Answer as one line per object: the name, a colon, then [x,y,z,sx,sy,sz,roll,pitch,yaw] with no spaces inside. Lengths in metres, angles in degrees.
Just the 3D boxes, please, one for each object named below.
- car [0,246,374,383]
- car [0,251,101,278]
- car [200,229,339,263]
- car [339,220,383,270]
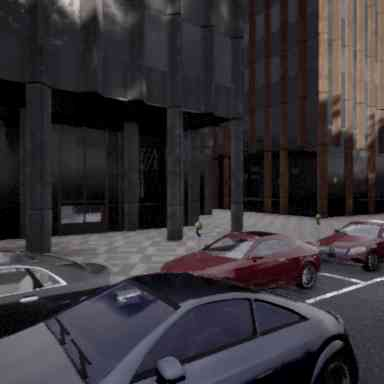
car: [-0.315,1.563,3.140,4.181,1.385,1.994,0,0,-35]
car: [-3.194,1.551,4.370,4.403,1.369,2.008,0,0,-36]
car: [1.247,1.578,7.540,4.206,1.307,1.802,0,0,-36]
car: [5.689,1.574,10.711,4.206,1.307,1.802,0,0,-36]
